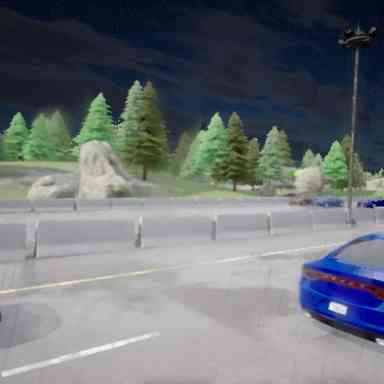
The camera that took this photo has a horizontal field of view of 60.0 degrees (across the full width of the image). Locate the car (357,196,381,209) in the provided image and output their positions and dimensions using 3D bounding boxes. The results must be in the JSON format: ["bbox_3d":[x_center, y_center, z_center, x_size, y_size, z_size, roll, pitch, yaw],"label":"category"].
[{"bbox_3d":[21.695,1.239,39.756,5.008,1.535,1.882,0,1,-34],"label":"car"}]

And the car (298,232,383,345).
[{"bbox_3d":[4.070,1.479,6.046,5.008,1.535,1.882,0,1,-35],"label":"car"}]

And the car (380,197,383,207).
[{"bbox_3d":[23.509,1.370,36.759,5.357,1.411,2.033,0,1,-34],"label":"car"}]

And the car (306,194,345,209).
[{"bbox_3d":[16.559,1.174,40.466,5.008,1.535,1.882,0,1,-34],"label":"car"}]

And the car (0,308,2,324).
[{"bbox_3d":[-4.788,1.434,4.168,4.181,1.385,1.994,1,1,-35],"label":"car"}]

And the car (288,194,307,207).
[{"bbox_3d":[14.632,0.987,43.380,4.553,1.767,2.097,0,1,-34],"label":"car"}]
